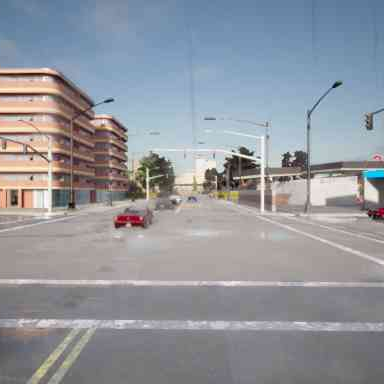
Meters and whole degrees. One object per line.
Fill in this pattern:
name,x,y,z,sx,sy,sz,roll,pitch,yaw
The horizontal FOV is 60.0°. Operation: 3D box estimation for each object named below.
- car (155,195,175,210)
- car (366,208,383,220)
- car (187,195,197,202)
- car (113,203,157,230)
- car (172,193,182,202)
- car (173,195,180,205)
car,-3.587,1.504,42.403,1.837,1.490,4.892,0,0,0
car,16.543,1.601,26.403,4.718,1.301,1.895,0,0,1
car,0.022,1.339,70.785,1.812,1.442,4.674,0,0,0
car,-3.589,1.568,21.011,1.895,1.301,4.718,0,0,0
car,-3.477,1.225,73.007,2.150,2.045,5.566,0,0,0
car,-3.566,1.601,57.485,1.895,1.301,4.718,0,0,0
